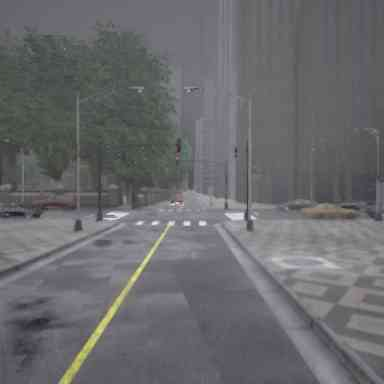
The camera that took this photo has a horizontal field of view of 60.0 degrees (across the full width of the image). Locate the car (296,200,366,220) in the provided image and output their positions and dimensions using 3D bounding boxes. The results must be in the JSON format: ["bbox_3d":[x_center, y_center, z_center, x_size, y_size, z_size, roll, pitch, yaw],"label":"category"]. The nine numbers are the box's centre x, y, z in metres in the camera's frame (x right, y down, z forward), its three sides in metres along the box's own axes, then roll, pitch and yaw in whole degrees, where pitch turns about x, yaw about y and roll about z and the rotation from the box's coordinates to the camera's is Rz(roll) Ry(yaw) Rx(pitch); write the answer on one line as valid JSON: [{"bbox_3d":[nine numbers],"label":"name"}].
[{"bbox_3d":[11.768,1.617,28.453,4.829,1.417,1.752,0,1,0],"label":"car"}]

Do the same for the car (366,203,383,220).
[{"bbox_3d":[17.111,1.649,28.424,4.403,1.369,2.008,0,1,0],"label":"car"}]

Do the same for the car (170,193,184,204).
[{"bbox_3d":[-3.008,1.268,65.675,2.150,2.045,5.566,0,0,0],"label":"car"}]

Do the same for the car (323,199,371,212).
[{"bbox_3d":[17.149,1.505,36.948,4.313,1.339,1.947,0,1,0],"label":"car"}]

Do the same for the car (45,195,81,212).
[{"bbox_3d":[-15.029,1.223,37.119,5.009,1.841,2.192,0,1,0],"label":"car"}]

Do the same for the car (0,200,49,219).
[{"bbox_3d":[-15.066,1.633,28.600,4.313,1.339,1.947,0,1,0],"label":"car"}]

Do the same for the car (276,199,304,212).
[{"bbox_3d":[11.636,1.483,36.978,4.403,1.369,2.008,0,1,0],"label":"car"}]

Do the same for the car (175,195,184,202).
[{"bbox_3d":[-3.006,1.604,81.206,2.128,1.511,4.902,0,0,0],"label":"car"}]
